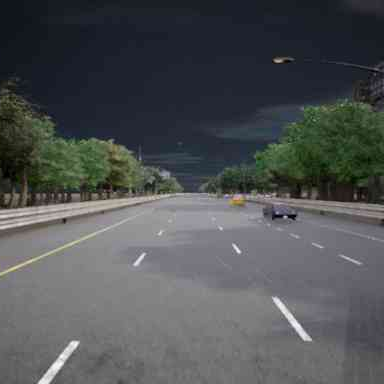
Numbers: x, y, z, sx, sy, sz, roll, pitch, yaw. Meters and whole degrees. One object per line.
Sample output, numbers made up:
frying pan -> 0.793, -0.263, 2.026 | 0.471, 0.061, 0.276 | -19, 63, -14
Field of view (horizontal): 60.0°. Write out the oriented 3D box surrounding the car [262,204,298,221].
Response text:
car -> 7.042, 1.602, 27.269 | 1.895, 1.301, 4.718 | 0, 0, 0

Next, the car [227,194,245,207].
car -> 7.091, 1.494, 52.500 | 1.882, 1.535, 5.008 | 0, 0, 0
